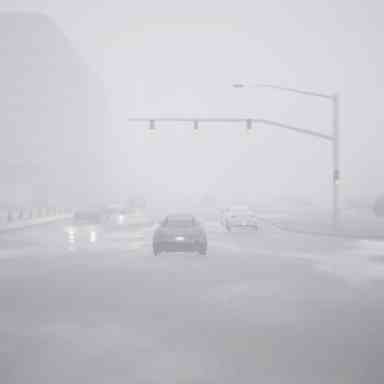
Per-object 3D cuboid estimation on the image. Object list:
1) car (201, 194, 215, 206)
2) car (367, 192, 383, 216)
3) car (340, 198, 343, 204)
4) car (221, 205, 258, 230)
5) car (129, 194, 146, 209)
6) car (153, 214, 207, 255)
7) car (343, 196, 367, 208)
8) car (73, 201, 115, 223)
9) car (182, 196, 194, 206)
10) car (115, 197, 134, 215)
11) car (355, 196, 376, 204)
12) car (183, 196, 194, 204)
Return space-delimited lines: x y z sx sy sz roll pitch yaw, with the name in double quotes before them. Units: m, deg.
"car" 2.811 1.324 57.131 2.150 2.045 5.566 0 0 0
"car" 16.846 1.183 27.429 1.932 1.855 4.605 0 0 0
"car" 28.344 1.471 59.897 1.970 1.475 3.806 0 0 0
"car" 2.928 1.561 21.044 1.812 1.442 4.674 0 0 0
"car" -7.720 1.317 46.284 2.150 2.045 5.566 0 0 1
"car" -0.470 1.590 13.540 1.994 1.385 4.181 0 0 -1
"car" 22.516 1.450 44.819 1.970 1.475 3.806 0 0 0
"car" -7.801 1.536 26.350 1.882 1.535 5.008 0 0 0
"car" -0.689 1.708 57.130 1.895 1.301 4.718 0 0 0
"car" -7.786 1.602 35.631 1.812 1.442 4.674 0 0 0
"car" 31.239 1.435 59.885 1.784 1.438 3.905 0 0 0
"car" -0.685 1.617 66.201 2.128 1.511 4.902 0 0 0
